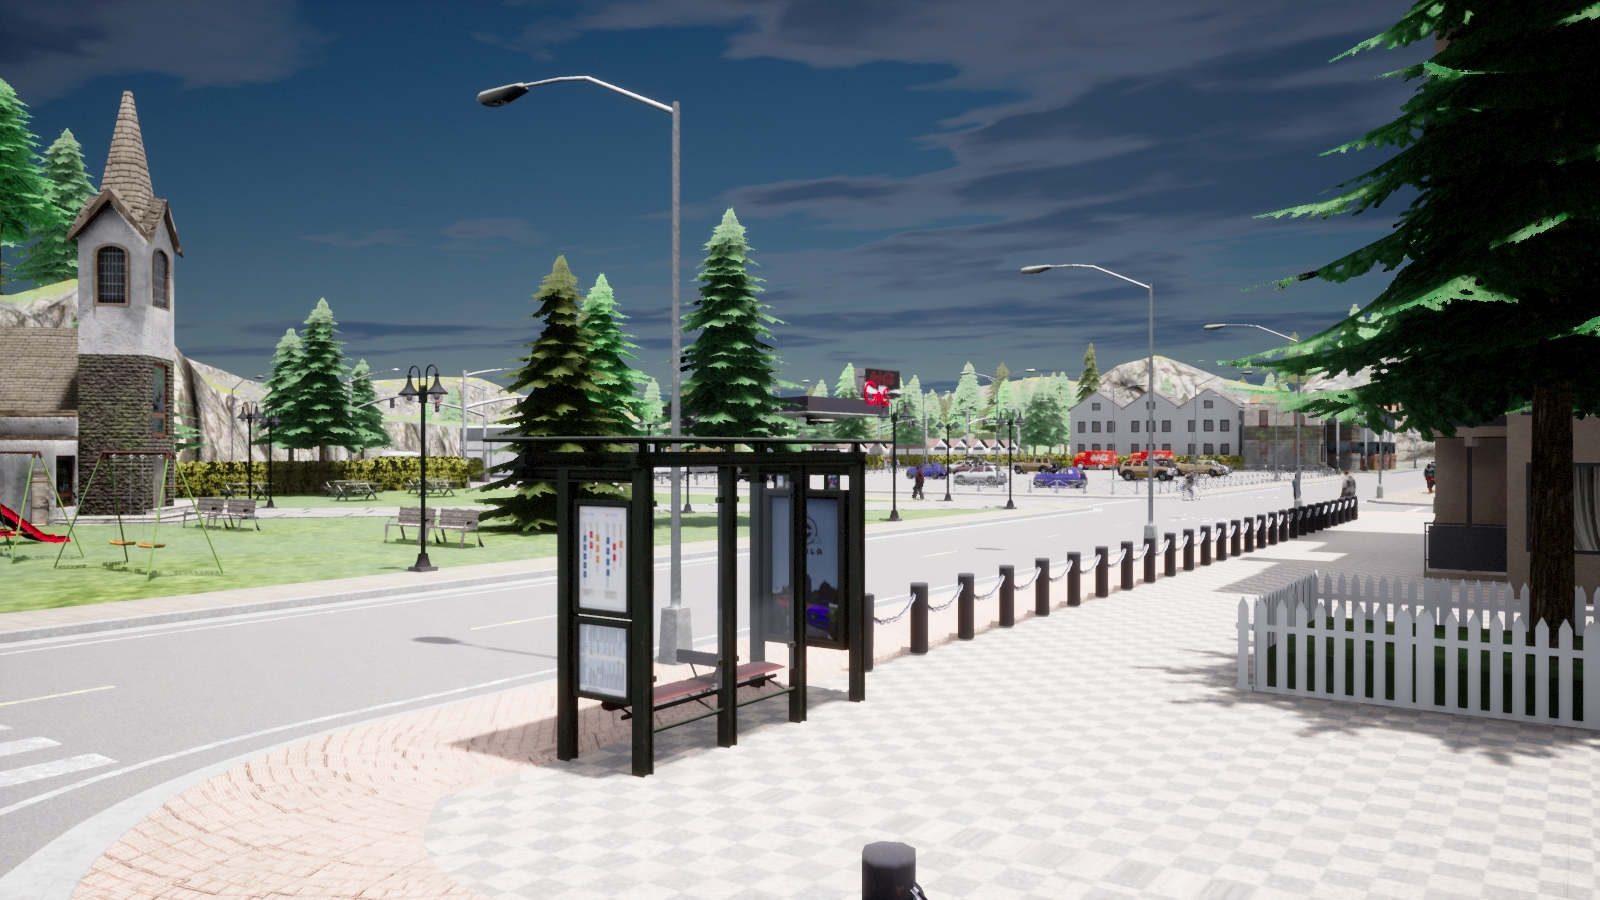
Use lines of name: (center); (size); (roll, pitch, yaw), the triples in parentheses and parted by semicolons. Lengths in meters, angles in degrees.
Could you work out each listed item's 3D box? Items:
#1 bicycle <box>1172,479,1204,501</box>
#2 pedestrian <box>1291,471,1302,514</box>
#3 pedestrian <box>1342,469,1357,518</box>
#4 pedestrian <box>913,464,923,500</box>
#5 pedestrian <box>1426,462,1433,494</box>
bicycle: (21.286, 2.192, 62.688); (1.835, 1.171, 0.329); (0, -3, -20)
pedestrian: (21.421, 1.824, 49.336); (0.375, 1.860, 0.375); (0, 0, 33)
pedestrian: (21.221, 1.671, 44.111); (0.375, 1.860, 0.375); (0, 0, -21)
pedestrian: (6.171, 1.673, 59.828); (0.375, 1.860, 0.375); (0, 0, 39)
pedestrian: (37.291, 1.670, 67.649); (0.375, 1.860, 0.375); (0, 0, 30)
